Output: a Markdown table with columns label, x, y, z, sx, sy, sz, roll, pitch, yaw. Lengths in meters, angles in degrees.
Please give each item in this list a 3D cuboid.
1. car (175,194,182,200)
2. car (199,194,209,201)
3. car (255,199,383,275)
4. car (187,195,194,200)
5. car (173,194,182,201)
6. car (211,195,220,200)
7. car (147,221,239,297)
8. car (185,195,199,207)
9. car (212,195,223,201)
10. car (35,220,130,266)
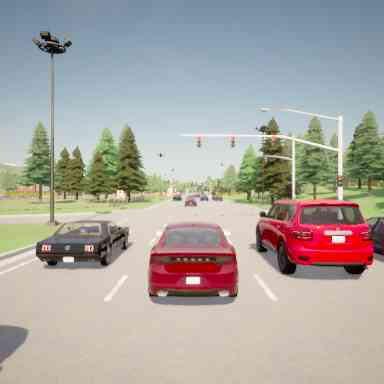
| label | x | y | z | sx | sy | sz | roll | pitch | yaw |
| --- | --- | --- | --- | --- | --- | --- | --- | --- | --- |
| car | -3.837 | 1.395 | 94.252 | 1.882 | 1.535 | 5.008 | 0 | 0 | 0 |
| car | 3.199 | 1.592 | 84.274 | 1.812 | 1.442 | 4.674 | 0 | 0 | 0 |
| car | 3.536 | 1.231 | 10.680 | 2.150 | 2.045 | 5.566 | 0 | 0 | 0 |
| car | -0.337 | 1.512 | 94.295 | 1.895 | 1.301 | 4.718 | 0 | 0 | 0 |
| car | -3.800 | 1.545 | 83.832 | 1.882 | 1.535 | 5.008 | 0 | 0 | 0 |
| car | 6.663 | 1.457 | 94.290 | 2.033 | 1.411 | 5.357 | 0 | 0 | 0 |
| car | 0.032 | 1.485 | 8.630 | 1.882 | 1.535 | 5.008 | 0 | 0 | 0 |
| car | -0.189 | 1.573 | 53.232 | 1.812 | 1.442 | 4.674 | 0 | 0 | 0 |
| car | 6.700 | 1.592 | 83.870 | 2.128 | 1.511 | 4.902 | 0 | 0 | 0 |
| car | -3.460 | 1.611 | 11.564 | 1.895 | 1.301 | 4.718 | 0 | 0 | 0 |
